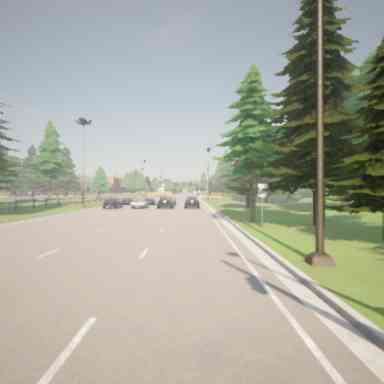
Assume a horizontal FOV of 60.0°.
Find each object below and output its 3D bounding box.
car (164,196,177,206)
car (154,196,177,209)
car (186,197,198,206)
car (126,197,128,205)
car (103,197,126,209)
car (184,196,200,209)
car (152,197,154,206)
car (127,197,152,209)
[{"bbox_3d":[-3.502,1.487,54.716,1.812,1.442,4.674,0,0,0],"label":"car"},{"bbox_3d":[-3.502,1.320,44.682,2.097,1.767,4.553,0,0,0],"label":"car"},{"bbox_3d":[-0.002,1.525,54.716,1.994,1.385,4.181,0,0,0],"label":"car"},{"bbox_3d":[-10.502,1.525,54.716,1.994,1.385,4.181,0,0,0],"label":"car"},{"bbox_3d":[-10.502,1.474,44.296,1.837,1.490,4.892,0,0,0],"label":"car"},{"bbox_3d":[-0.002,1.320,44.649,2.097,1.767,4.553,0,0,0],"label":"car"},{"bbox_3d":[-7.002,1.525,54.716,1.994,1.385,4.181,0,0,0],"label":"car"},{"bbox_3d":[-7.002,1.569,44.743,1.895,1.301,4.718,0,0,0],"label":"car"}]
